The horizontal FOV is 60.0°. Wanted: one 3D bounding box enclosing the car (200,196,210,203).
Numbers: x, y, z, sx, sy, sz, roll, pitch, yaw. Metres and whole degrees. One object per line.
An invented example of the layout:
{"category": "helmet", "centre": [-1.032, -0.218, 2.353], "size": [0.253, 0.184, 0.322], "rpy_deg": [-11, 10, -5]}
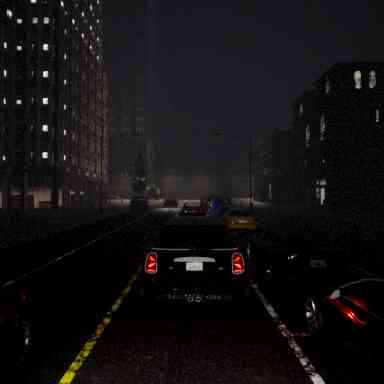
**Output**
{"category": "car", "centre": [2.672, 1.549, 68.985], "size": [2.008, 1.369, 4.403], "rpy_deg": [1, 0, 0]}

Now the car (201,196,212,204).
{"category": "car", "centre": [2.674, 1.566, 63.507], "size": [1.947, 1.339, 4.313], "rpy_deg": [1, 0, 0]}

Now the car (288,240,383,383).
{"category": "car", "centre": [2.700, 1.567, 3.650], "size": [1.947, 1.339, 4.313], "rpy_deg": [1, 0, 0]}

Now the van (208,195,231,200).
{"category": "van", "centre": [2.692, 1.347, 30.642], "size": [1.690, 1.788, 3.998], "rpy_deg": [1, 0, 0]}

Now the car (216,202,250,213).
{"category": "car", "centre": [2.694, 1.530, 19.855], "size": [1.752, 1.417, 4.829], "rpy_deg": [1, 0, 0]}

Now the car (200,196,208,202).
{"category": "car", "centre": [2.791, 1.576, 79.937], "size": [1.802, 1.307, 4.206], "rpy_deg": [1, 0, 0]}

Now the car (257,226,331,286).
{"category": "car", "centre": [2.698, 1.568, 9.194], "size": [1.947, 1.339, 4.313], "rpy_deg": [1, 0, 0]}

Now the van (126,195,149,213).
{"category": "van", "centre": [-5.690, 1.347, 36.112], "size": [1.690, 1.788, 3.998], "rpy_deg": [1, 0, 0]}

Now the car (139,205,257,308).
{"category": "car", "centre": [0.086, 1.354, 8.088], "size": [2.097, 1.767, 4.553], "rpy_deg": [0, 0, 1]}

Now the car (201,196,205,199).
{"category": "car", "centre": [2.688, 1.321, 41.597], "size": [2.192, 1.841, 5.009], "rpy_deg": [1, 0, 0]}

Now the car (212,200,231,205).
{"category": "car", "centre": [2.691, 1.556, 25.163], "size": [2.008, 1.369, 4.403], "rpy_deg": [1, 0, 0]}

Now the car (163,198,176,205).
{"category": "car", "centre": [-3.022, 1.585, 48.030], "size": [1.994, 1.385, 4.181], "rpy_deg": [0, 0, 0]}

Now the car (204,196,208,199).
{"category": "car", "centre": [2.688, 1.446, 36.119], "size": [1.967, 1.590, 4.097], "rpy_deg": [1, 0, 0]}

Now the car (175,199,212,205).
{"category": "car", "centre": [0.088, 1.497, 24.325], "size": [2.128, 1.511, 4.902], "rpy_deg": [0, 0, 0]}

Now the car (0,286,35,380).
{"category": "car", "centre": [-3.101, 1.565, 2.779], "size": [1.994, 1.385, 4.181], "rpy_deg": [0, 0, 0]}
